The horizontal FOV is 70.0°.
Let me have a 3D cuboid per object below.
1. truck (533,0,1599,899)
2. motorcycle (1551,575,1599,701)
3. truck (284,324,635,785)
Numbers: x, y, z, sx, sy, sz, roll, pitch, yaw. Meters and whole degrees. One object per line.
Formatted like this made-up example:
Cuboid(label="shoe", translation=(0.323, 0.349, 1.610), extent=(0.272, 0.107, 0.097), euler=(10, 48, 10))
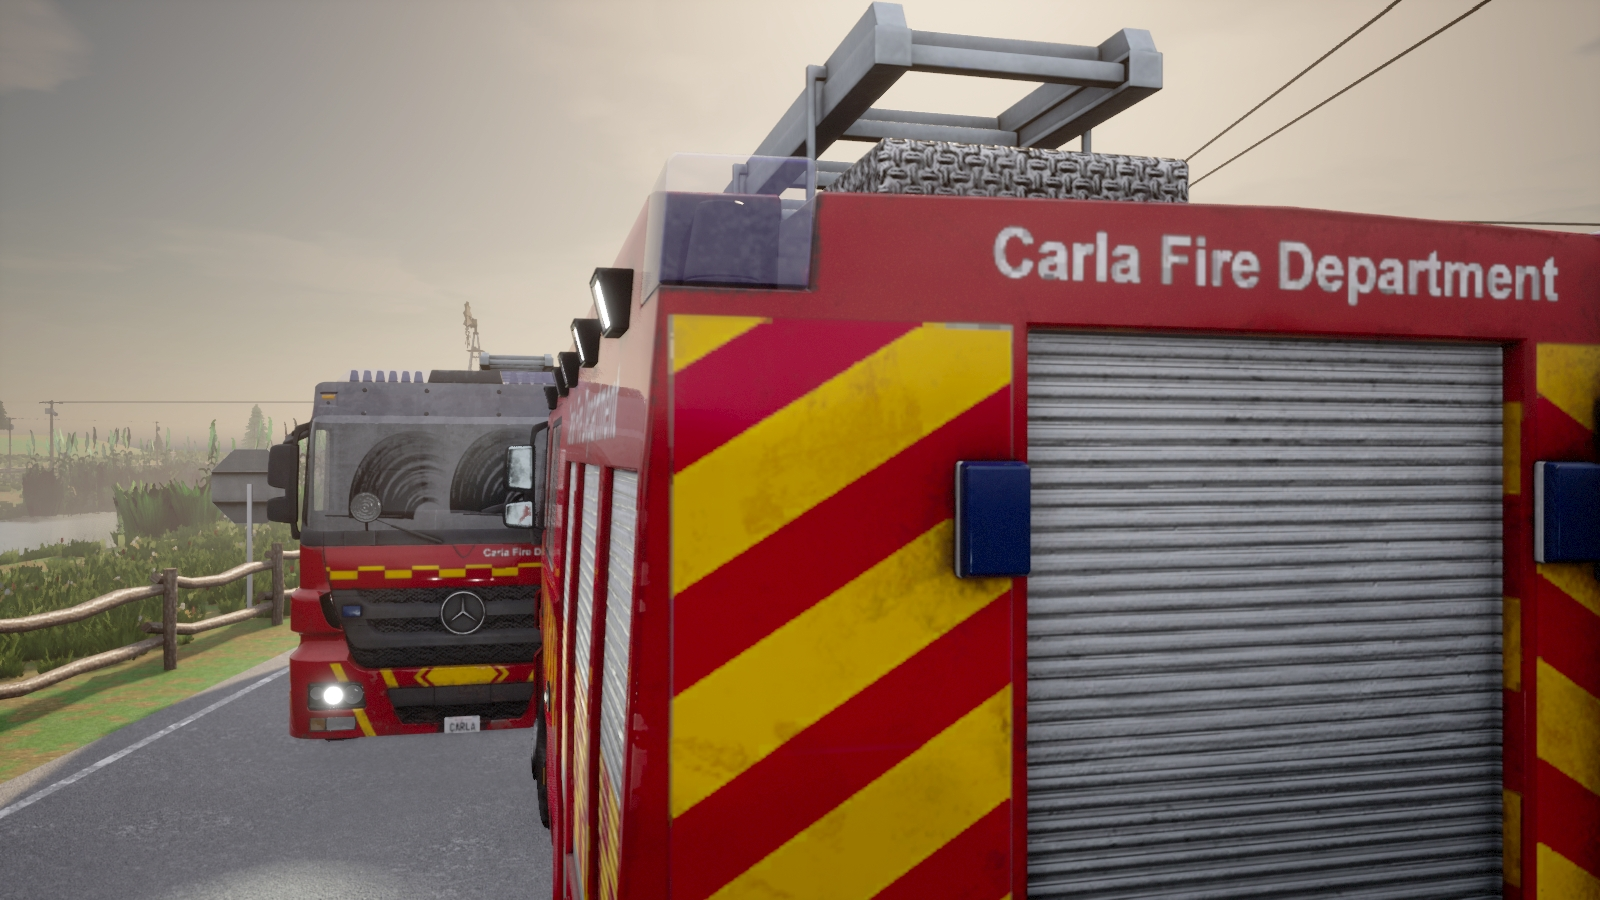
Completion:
Cuboid(label="truck", translation=(-0.058, 0.867, 6.874), extent=(2.891, 3.827, 8.468), euler=(0, 0, -14))
Cuboid(label="motorcycle", translation=(9.800, 2.142, 13.159), extent=(1.805, 1.316, 0.856), euler=(0, 0, -7))
Cuboid(label="truck", translation=(-3.896, 0.862, 13.929), extent=(2.891, 3.827, 8.468), euler=(0, 0, -14))
